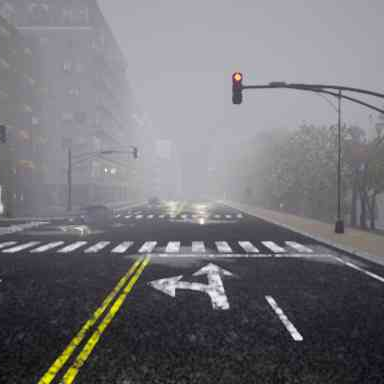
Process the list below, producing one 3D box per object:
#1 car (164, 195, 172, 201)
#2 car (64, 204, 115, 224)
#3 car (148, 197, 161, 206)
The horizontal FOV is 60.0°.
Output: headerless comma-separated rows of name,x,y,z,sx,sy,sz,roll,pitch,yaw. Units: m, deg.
car,-6.363,1.563,87.733,1.812,1.442,4.674,0,0,0
car,-7.744,1.648,25.638,1.812,1.442,4.674,-1,1,20
car,-6.410,1.549,56.910,1.882,1.535,5.008,0,1,0
